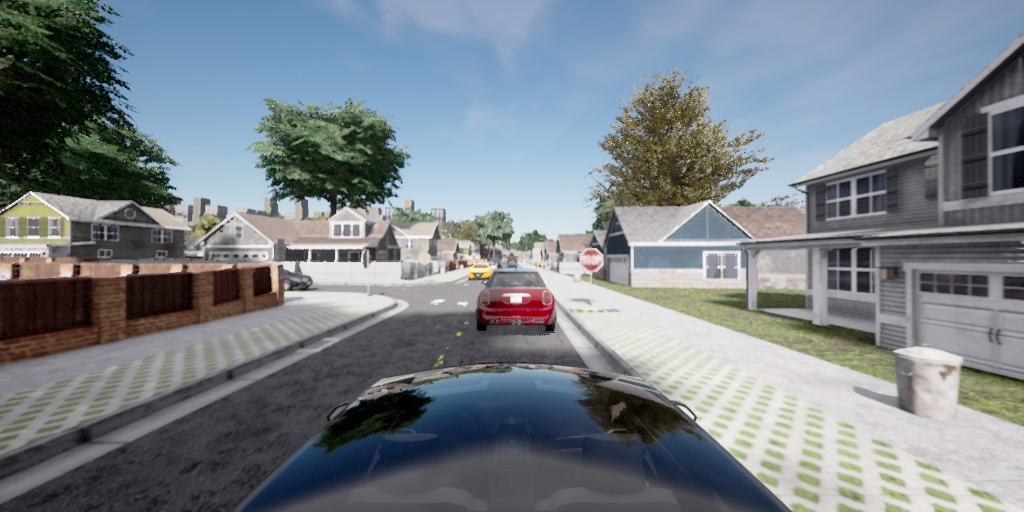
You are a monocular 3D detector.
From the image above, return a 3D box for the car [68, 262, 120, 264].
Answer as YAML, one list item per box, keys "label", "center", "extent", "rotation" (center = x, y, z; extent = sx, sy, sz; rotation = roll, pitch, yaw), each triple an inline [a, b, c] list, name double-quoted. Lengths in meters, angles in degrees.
- label: "car"
  center: [-22.893, 1.065, 19.970]
  extent: [4.902, 1.511, 2.128]
  rotation: [1, 0, 0]

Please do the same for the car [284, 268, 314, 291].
- label: "car"
  center: [-13.548, 1.208, 19.924]
  extent: [4.674, 1.442, 1.812]
  rotation: [1, 0, 2]

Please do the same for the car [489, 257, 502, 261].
- label: "car"
  center: [-2.798, 1.258, 57.245]
  extent: [2.150, 2.045, 5.566]
  rotation: [0, 0, 1]

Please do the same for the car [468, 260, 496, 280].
- label: "car"
  center: [-2.869, 1.384, 33.496]
  extent: [1.882, 1.535, 5.008]
  rotation: [0, 0, 2]

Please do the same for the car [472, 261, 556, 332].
- label: "car"
  center: [0.106, 1.143, 11.186]
  extent: [2.097, 1.767, 4.553]
  rotation: [0, 0, 0]

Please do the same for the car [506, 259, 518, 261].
- label: "car"
  center: [0.028, 1.634, 64.378]
  extent: [2.033, 1.411, 5.357]
  rotation: [0, 0, 0]
